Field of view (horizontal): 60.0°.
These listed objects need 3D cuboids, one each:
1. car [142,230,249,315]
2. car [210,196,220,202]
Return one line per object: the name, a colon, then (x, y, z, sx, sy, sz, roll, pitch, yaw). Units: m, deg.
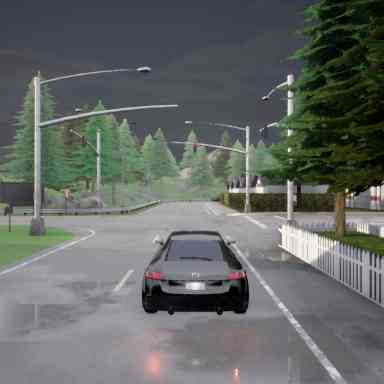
car: (0.075, 1.564, 7.644, 1.994, 1.385, 4.181, 0, 0, 1)
car: (6.697, 1.525, 72.863, 5.357, 1.411, 2.033, 0, 0, -22)
